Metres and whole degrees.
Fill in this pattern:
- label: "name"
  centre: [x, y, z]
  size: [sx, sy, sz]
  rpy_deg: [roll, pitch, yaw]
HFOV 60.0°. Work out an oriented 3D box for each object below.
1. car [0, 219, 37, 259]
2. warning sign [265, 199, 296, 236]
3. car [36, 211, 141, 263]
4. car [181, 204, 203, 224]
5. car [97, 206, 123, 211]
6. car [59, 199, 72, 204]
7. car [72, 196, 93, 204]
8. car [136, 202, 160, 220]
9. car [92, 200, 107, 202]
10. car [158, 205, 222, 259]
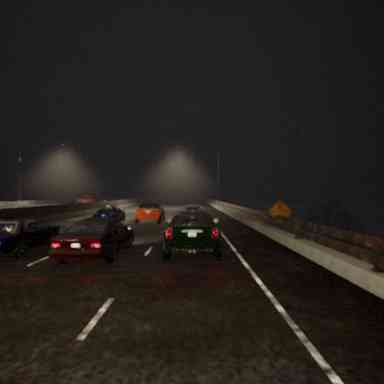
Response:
- label: "car"
  centre: [-6.980, 1.738, 13.233]
  size: [1.895, 1.301, 4.718]
  rpy_deg: [0, -1, 0]
- label: "warning sign"
  centre: [4.559, 1.293, 17.232]
  size: [1.300, 1.860, 1.060]
  rpy_deg: [1, 0, 0]
- label: "car"
  centre: [-3.487, 1.677, 12.495]
  size: [2.033, 1.411, 5.357]
  rpy_deg: [0, -1, 0]
- label: "car"
  centre: [0.026, 1.818, 28.877]
  size: [1.812, 1.442, 4.674]
  rpy_deg: [0, 0, 0]
- label: "car"
  centre: [-6.977, 1.852, 28.372]
  size: [1.994, 1.385, 4.181]
  rpy_deg: [0, 0, 1]
- label: "car"
  centre: [-24.497, 2.137, 65.210]
  size: [1.837, 1.490, 4.892]
  rpy_deg: [0, -1, 0]
- label: "car"
  centre: [-20.998, 1.861, 65.222]
  size: [2.150, 2.045, 5.566]
  rpy_deg: [0, 0, 0]
- label: "car"
  centre: [-3.476, 1.639, 28.396]
  size: [2.097, 1.767, 4.553]
  rpy_deg: [0, -1, 0]
- label: "car"
  centre: [-17.500, 2.196, 65.404]
  size: [1.994, 1.385, 4.181]
  rpy_deg: [0, 0, 0]
- label: "car"
  centre: [0.022, 1.490, 13.398]
  size: [2.097, 1.767, 4.553]
  rpy_deg: [0, -1, 0]
